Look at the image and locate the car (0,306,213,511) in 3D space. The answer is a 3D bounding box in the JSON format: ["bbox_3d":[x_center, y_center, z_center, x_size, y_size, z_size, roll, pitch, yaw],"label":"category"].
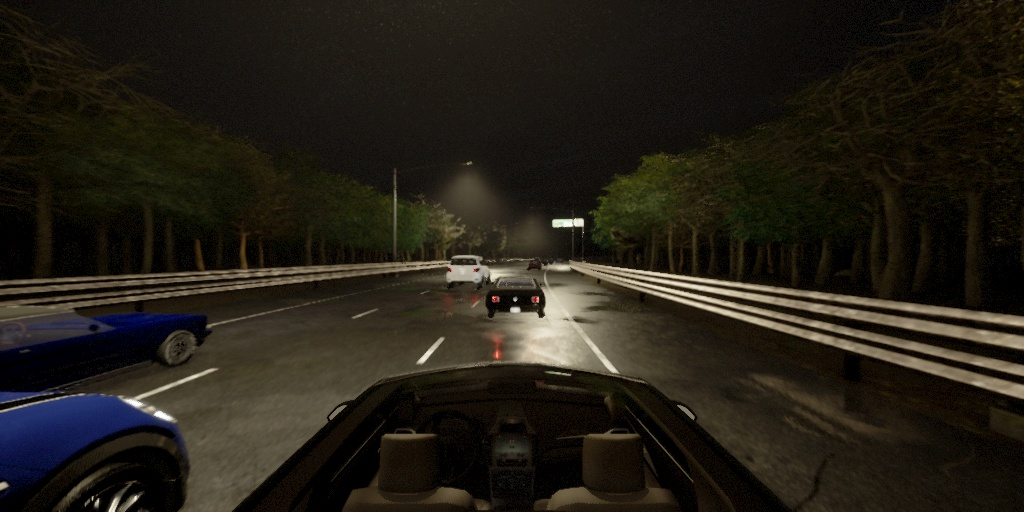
[{"bbox_3d":[-3.365,1.093,0.674,2.097,1.767,4.553,0,0,0],"label":"car"}]

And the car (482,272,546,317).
[{"bbox_3d":[0.178,1.366,13.212,1.895,1.301,4.718,0,0,2],"label":"car"}]

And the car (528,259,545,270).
[{"bbox_3d":[3.418,1.355,53.329,2.033,1.411,5.357,0,0,8],"label":"car"}]

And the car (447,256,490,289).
[{"bbox_3d":[-2.753,0.995,23.668,2.150,2.045,5.566,0,0,3],"label":"car"}]

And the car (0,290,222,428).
[{"bbox_3d":[-6.864,1.341,4.926,1.895,1.301,4.718,0,0,0],"label":"car"}]
